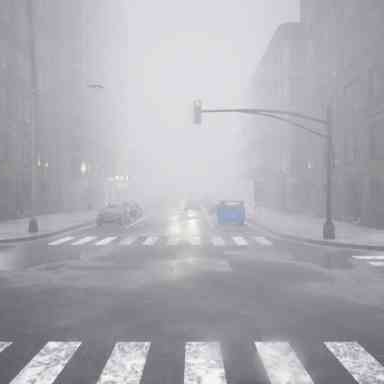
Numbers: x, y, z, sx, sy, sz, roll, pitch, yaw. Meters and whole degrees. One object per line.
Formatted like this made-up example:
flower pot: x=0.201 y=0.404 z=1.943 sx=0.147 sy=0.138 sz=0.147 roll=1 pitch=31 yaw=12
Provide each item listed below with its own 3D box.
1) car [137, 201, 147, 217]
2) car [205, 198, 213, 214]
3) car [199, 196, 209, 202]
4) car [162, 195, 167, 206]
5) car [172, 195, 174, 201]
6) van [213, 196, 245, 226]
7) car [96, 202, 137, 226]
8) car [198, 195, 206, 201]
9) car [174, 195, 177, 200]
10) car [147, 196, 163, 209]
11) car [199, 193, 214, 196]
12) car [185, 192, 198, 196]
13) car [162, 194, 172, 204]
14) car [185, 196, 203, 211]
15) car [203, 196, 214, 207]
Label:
car: x=-5.388 y=1.543 z=28.875 sx=1.887 sy=1.381 sz=4.507 roll=0 pitch=0 yaw=0
car: x=2.637 y=1.580 z=34.565 sx=1.802 sy=1.307 sz=4.206 roll=0 pitch=0 yaw=0
car: x=2.637 y=1.525 z=74.334 sx=2.008 sy=1.369 sz=4.403 roll=0 pitch=0 yaw=0
car: x=-5.388 y=1.556 z=51.604 sx=1.947 sy=1.339 sz=4.313 roll=0 pitch=0 yaw=0
car: x=-5.388 y=1.293 z=68.648 sx=2.192 sy=1.841 sz=5.009 roll=0 pitch=0 yaw=0
van: x=2.637 y=1.340 z=23.203 sx=1.690 sy=1.788 sz=3.998 roll=0 pitch=0 yaw=0
car: x=-5.388 y=1.550 z=23.194 sx=2.008 sy=1.369 sz=4.403 roll=0 pitch=0 yaw=0
car: x=2.637 y=1.532 z=85.697 sx=1.947 sy=1.339 sz=4.313 roll=0 pitch=0 yaw=0
car: x=-5.388 y=1.410 z=80.012 sx=1.967 sy=1.590 sz=4.097 roll=0 pitch=0 yaw=0
car: x=-5.388 y=1.520 z=45.752 sx=1.752 sy=1.417 sz=4.829 roll=0 pitch=0 yaw=0
car: x=2.637 y=1.306 z=51.609 sx=2.192 sy=1.841 sz=5.009 roll=0 pitch=0 yaw=0
car: x=0.081 y=1.333 z=64.399 sx=2.097 sy=1.767 sz=4.553 roll=0 pitch=0 yaw=0
car: x=-5.388 y=1.548 z=62.967 sx=1.947 sy=1.339 sz=4.313 roll=0 pitch=0 yaw=0
car: x=0.098 y=1.522 z=40.822 sx=1.812 sy=1.442 sz=4.674 roll=0 pitch=0 yaw=0
car: x=2.637 y=1.577 z=45.928 sx=1.802 sy=1.307 sz=4.206 roll=0 pitch=0 yaw=0
